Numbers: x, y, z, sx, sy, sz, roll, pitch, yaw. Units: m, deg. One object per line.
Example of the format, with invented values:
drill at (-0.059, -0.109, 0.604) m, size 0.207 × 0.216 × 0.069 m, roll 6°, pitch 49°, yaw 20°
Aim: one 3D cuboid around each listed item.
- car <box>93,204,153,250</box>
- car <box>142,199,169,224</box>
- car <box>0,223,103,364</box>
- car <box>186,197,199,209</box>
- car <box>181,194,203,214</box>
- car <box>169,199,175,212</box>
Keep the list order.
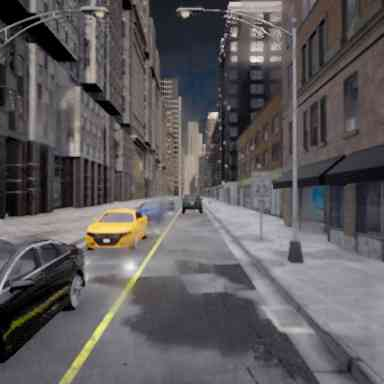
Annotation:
car at (-3.084, 1.487, 14.495) m, size 1.882 × 1.535 × 5.008 m, roll 0°, pitch 0°, yaw 0°
car at (-3.072, 1.489, 24.892) m, size 1.882 × 1.535 × 5.008 m, roll 0°, pitch 0°, yaw 0°
car at (-3.086, 1.496, 4.952) m, size 2.128 × 1.511 × 4.902 m, roll 0°, pitch 0°, yaw 0°
car at (0.046, 1.528, 47.835) m, size 1.812 × 1.442 × 4.674 m, roll 0°, pitch 0°, yaw 0°
car at (0.024, 1.230, 35.804) m, size 2.150 × 2.045 × 5.566 m, roll 0°, pitch 0°, yaw 0°
car at (-2.985, 1.555, 39.238) m, size 2.033 × 1.411 × 5.357 m, roll 0°, pitch 0°, yaw 0°
